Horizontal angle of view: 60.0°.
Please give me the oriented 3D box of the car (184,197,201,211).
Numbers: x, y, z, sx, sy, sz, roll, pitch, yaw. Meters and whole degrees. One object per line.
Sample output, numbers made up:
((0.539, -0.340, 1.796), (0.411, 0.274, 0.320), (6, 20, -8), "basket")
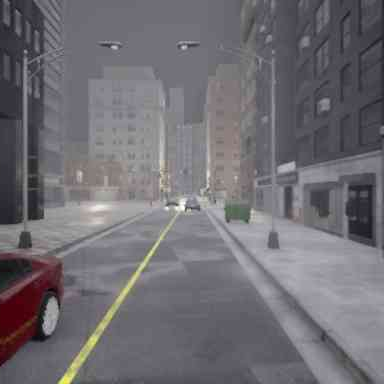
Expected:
((0.059, 1.588, 41.017), (1.994, 1.385, 4.181), (0, 0, 0), "car")

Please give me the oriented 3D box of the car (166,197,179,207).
((-3.022, 1.516, 52.477), (1.882, 1.535, 5.008), (0, 0, 0), "car")

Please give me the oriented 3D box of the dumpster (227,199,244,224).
((3.132, 1.398, 24.200), (1.020, 1.700, 1.940), (0, 0, 0), "dumpster")

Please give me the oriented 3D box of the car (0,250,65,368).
((-3.102, 1.477, 3.673), (1.882, 1.535, 5.008), (0, 0, 0), "car")

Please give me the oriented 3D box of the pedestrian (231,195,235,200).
((3.132, 1.146, 25.569), (0.375, 1.860, 0.375), (0, 0, -10), "pedestrian")

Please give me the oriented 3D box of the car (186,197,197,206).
((-0.095, 1.569, 55.861), (1.812, 1.442, 4.674), (0, 0, -2), "car")
